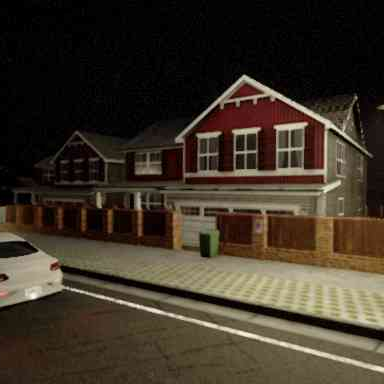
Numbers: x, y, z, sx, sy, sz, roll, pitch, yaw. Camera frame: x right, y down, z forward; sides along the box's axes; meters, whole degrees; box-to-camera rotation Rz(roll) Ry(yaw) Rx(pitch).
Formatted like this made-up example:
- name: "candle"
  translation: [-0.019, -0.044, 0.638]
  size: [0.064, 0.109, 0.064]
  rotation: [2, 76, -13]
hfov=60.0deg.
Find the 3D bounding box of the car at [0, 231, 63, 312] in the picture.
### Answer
- name: "car"
  translation: [-4.673, 1.569, 7.103]
  size: [4.674, 1.442, 1.812]
  rotation: [0, 0, 34]
